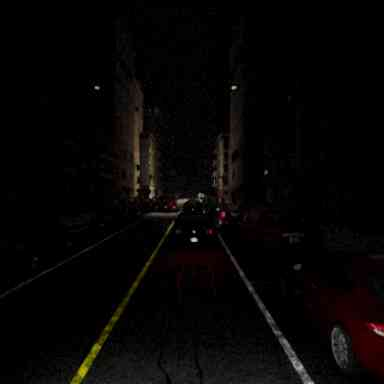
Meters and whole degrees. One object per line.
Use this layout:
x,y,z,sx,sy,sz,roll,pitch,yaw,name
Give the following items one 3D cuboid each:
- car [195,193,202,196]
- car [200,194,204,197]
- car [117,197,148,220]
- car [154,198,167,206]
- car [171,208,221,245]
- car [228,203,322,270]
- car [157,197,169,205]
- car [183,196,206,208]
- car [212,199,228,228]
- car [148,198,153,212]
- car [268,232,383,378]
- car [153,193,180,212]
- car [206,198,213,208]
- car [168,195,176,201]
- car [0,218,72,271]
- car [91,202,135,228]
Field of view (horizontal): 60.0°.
2.643,1.611,94.389,2.008,1.369,4.403,0,0,0,car
2.640,1.568,56.596,1.752,1.417,4.829,0,0,0,car
-5.386,1.337,28.016,2.192,1.841,5.009,0,0,0,car
-5.385,1.624,56.424,1.802,1.307,4.206,0,0,0,car
0.093,1.614,15.469,1.895,1.301,4.718,0,0,0,car
2.638,1.325,10.976,2.192,1.841,5.009,0,0,0,car
-5.385,1.596,62.106,2.008,1.369,4.403,0,0,0,car
0.096,1.504,33.532,1.882,1.535,5.008,0,0,0,car
2.638,1.459,22.338,1.967,1.590,4.097,0,0,0,car
-5.386,1.471,39.379,1.967,1.590,4.097,0,0,0,car
2.638,1.588,5.294,1.802,1.307,4.206,0,0,0,car
-2.845,1.249,38.878,2.150,2.045,5.566,0,0,0,car
2.639,1.578,33.701,2.008,1.369,4.403,0,0,0,car
-5.386,1.608,88.982,2.008,1.369,4.403,0,0,0,car
-5.387,1.576,10.970,1.947,1.339,4.313,0,0,0,car
-5.387,1.584,22.334,1.947,1.339,4.313,0,0,0,car
